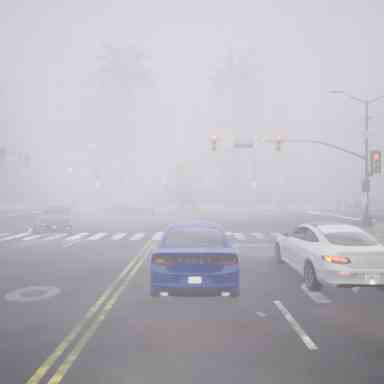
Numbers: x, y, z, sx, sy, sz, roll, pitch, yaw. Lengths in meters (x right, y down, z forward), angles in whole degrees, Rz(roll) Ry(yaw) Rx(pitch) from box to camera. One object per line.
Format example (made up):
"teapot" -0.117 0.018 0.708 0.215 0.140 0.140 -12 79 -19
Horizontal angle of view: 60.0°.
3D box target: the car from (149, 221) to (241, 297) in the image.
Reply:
"car" 0.065 1.478 8.628 1.882 1.535 5.008 0 0 0

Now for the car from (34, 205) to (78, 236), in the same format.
"car" -7.585 1.505 18.730 1.837 1.490 4.892 2 -1 -19

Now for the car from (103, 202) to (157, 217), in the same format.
"car" -5.602 1.601 30.424 4.718 1.301 1.895 0 0 0

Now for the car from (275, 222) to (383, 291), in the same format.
"car" 3.566 1.526 8.878 1.812 1.442 4.674 0 0 0
